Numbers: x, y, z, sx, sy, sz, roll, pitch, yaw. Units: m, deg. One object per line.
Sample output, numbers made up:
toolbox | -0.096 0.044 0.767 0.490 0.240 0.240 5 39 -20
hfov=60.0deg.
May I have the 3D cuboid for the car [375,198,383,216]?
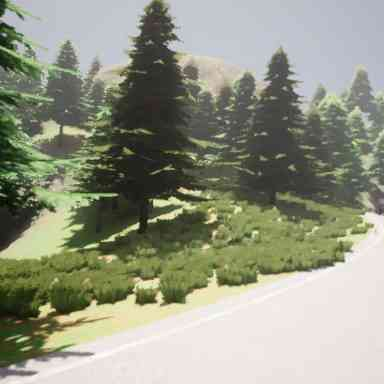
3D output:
car | 17.287 1.309 29.248 2.128 1.511 4.902 2 0 24
